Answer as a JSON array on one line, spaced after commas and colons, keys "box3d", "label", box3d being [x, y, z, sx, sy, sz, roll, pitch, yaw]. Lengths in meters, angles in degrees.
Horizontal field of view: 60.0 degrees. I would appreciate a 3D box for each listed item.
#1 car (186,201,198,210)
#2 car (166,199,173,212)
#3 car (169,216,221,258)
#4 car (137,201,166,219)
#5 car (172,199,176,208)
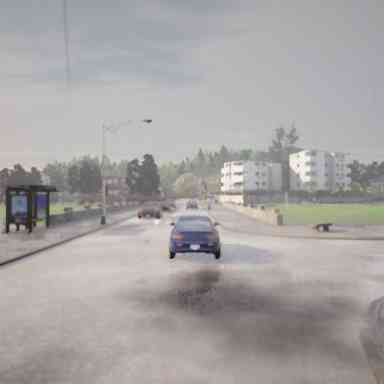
[{"box3d": [0.016, 2.087, 53.496, 2.033, 1.411, 5.357, 0, -1, 0], "label": "car"}, {"box3d": [-4.057, 2.064, 45.923, 1.895, 1.301, 4.718, 0, -1, 0], "label": "car"}, {"box3d": [0.104, 1.660, 13.250, 1.812, 1.442, 4.674, 0, -1, 0], "label": "car"}, {"box3d": [-4.079, 1.686, 33.074, 2.097, 1.767, 4.553, 0, -1, 0], "label": "car"}, {"box3d": [-3.988, 2.127, 61.572, 1.837, 1.490, 4.892, 0, -1, 0], "label": "car"}]
